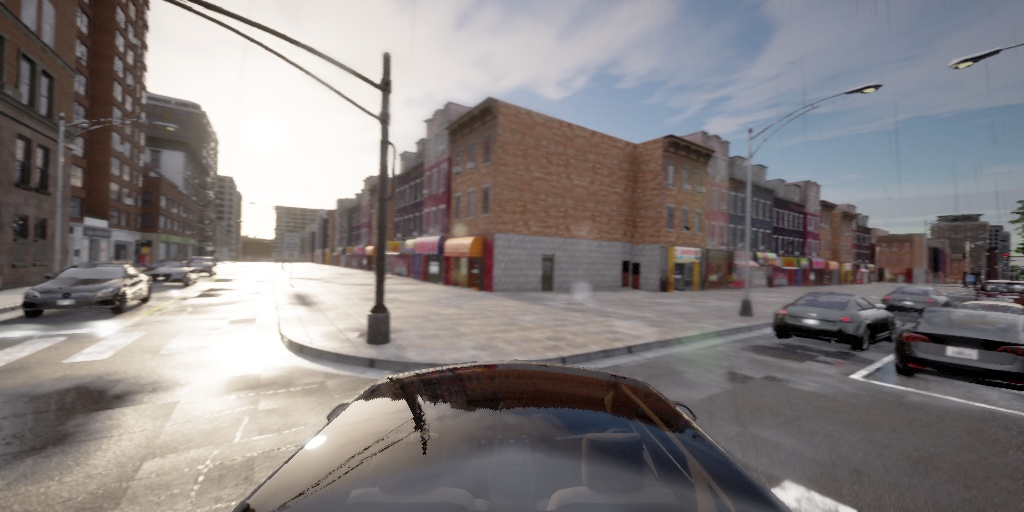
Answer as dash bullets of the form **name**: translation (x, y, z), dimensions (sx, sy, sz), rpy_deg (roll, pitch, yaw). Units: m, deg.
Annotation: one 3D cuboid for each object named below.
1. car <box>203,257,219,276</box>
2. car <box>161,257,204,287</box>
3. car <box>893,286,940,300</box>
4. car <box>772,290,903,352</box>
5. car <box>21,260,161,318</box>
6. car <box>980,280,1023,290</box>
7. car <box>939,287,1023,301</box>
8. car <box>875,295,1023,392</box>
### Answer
- **car**: translation (-24.809, 0.804, 28.638), dimensions (2.128, 1.511, 4.902), rpy_deg (2, -1, -34)
- **car**: translation (-18.751, 0.925, 19.718), dimensions (1.994, 1.385, 4.181), rpy_deg (2, -1, -33)
- **car**: translation (19.886, 2.208, 17.615), dimensions (4.181, 1.385, 1.994), rpy_deg (2, -1, -34)
- **car**: translation (9.494, 1.768, 10.524), dimensions (4.181, 1.385, 1.994), rpy_deg (2, -1, -34)
- **car**: translation (-13.160, 0.951, 11.462), dimensions (1.812, 1.442, 4.674), rpy_deg (2, -1, -34)
- **car**: translation (23.094, 2.057, 16.617), dimensions (5.009, 1.841, 2.192), rpy_deg (0, 0, -34)
- **car**: translation (13.951, 1.873, 10.379), dimensions (4.829, 1.417, 1.751), rpy_deg (0, 0, -34)
- **car**: translation (9.169, 1.717, 7.116), dimensions (4.313, 1.339, 1.948), rpy_deg (0, 0, -34)
